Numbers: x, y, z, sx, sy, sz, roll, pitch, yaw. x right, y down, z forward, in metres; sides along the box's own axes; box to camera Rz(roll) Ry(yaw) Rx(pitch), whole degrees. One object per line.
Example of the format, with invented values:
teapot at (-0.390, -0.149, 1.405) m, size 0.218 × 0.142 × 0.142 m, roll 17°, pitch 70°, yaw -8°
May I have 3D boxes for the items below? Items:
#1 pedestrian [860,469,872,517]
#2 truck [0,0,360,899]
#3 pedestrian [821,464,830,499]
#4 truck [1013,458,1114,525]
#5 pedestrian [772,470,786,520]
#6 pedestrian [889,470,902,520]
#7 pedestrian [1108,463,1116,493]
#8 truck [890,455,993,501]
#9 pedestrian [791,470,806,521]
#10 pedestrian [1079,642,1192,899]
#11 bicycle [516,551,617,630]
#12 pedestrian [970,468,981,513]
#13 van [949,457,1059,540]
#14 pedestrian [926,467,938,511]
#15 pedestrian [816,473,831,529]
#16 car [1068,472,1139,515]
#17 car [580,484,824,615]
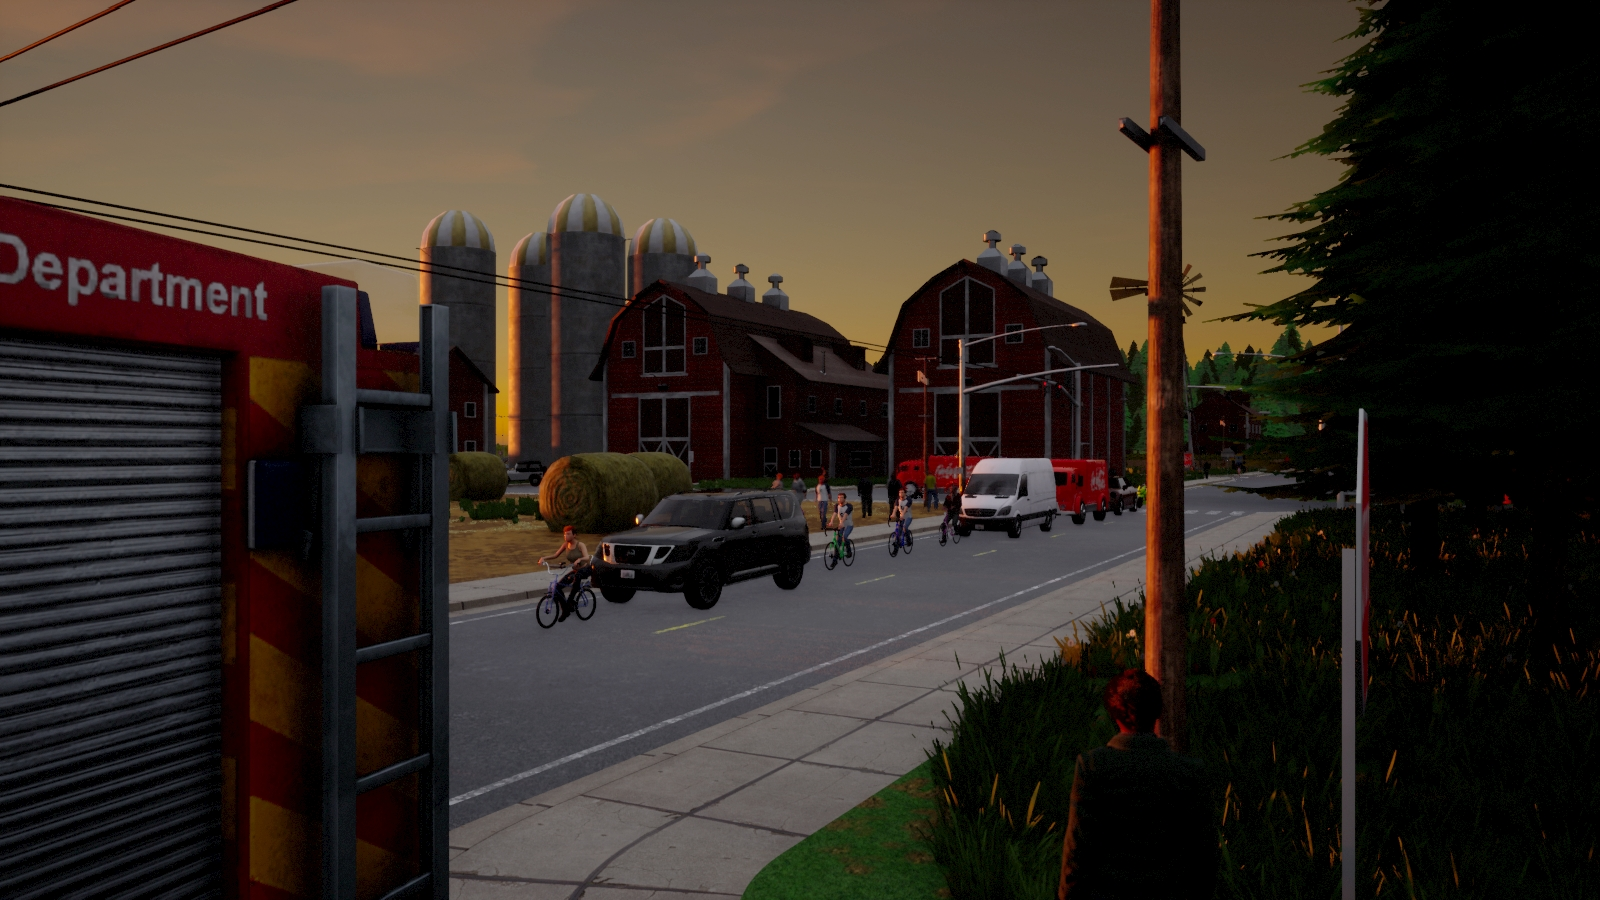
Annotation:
pedestrian at (2.575, 1.681, 44.572) m, size 0.375 × 1.860 × 0.375 m, roll 0°, pitch 0°, yaw 21°
truck at (-5.943, 0.867, 3.839) m, size 8.468 × 3.827 × 2.891 m, roll 0°, pitch 0°, yaw 19°
pedestrian at (1.369, 1.670, 60.677) m, size 0.375 × 1.860 × 0.375 m, roll 0°, pitch 0°, yaw 20°
truck at (10.539, 1.568, 45.363) m, size 2.627 × 2.467 × 5.204 m, roll 0°, pitch 0°, yaw 28°
pedestrian at (-0.792, 1.677, 42.618) m, size 0.375 × 1.860 × 0.375 m, roll 0°, pitch 0°, yaw 39°
pedestrian at (3.580, 1.694, 42.869) m, size 0.375 × 1.860 × 0.375 m, roll 0°, pitch 0°, yaw 27°
pedestrian at (18.993, 1.696, 69.551) m, size 0.375 × 1.860 × 0.375 m, roll 0°, pitch 0°, yaw 30°
truck at (8.076, 1.549, 65.283) m, size 5.204 × 2.467 × 2.627 m, roll 1°, pitch 1°, yaw 27°
pedestrian at (-0.059, 1.676, 42.452) m, size 0.375 × 1.860 × 0.375 m, roll 0°, pitch 0°, yaw 41°
pedestrian at (1.212, 1.663, 4.134) m, size 0.375 × 1.860 × 0.375 m, roll 0°, pitch 0°, yaw 16°
bicycle at (-3.779, 2.256, 18.557) m, size 0.859 × 1.080 × 1.487 m, roll 0°, pitch 0°, yaw 28°
pedestrian at (7.373, 1.696, 48.012) m, size 0.375 × 1.860 × 0.375 m, roll 0°, pitch 0°, yaw 21°
van at (7.054, 1.534, 38.933) m, size 1.988 × 2.561 × 5.915 m, roll 0°, pitch 0°, yaw 28°
pedestrian at (5.648, 1.678, 49.025) m, size 0.375 × 1.860 × 0.375 m, roll 0°, pitch 0°, yaw 36°
pedestrian at (0.767, 1.690, 37.959) m, size 0.375 × 1.860 × 0.375 m, roll 0°, pitch 0°, yaw 27°
car at (13.635, 1.903, 51.213) m, size 2.097 × 1.767 × 4.553 m, roll 0°, pitch 0°, yaw 28°
car at (-1.713, 1.779, 22.406) m, size 2.150 × 2.045 × 5.566 m, roll 0°, pitch 0°, yaw 27°
